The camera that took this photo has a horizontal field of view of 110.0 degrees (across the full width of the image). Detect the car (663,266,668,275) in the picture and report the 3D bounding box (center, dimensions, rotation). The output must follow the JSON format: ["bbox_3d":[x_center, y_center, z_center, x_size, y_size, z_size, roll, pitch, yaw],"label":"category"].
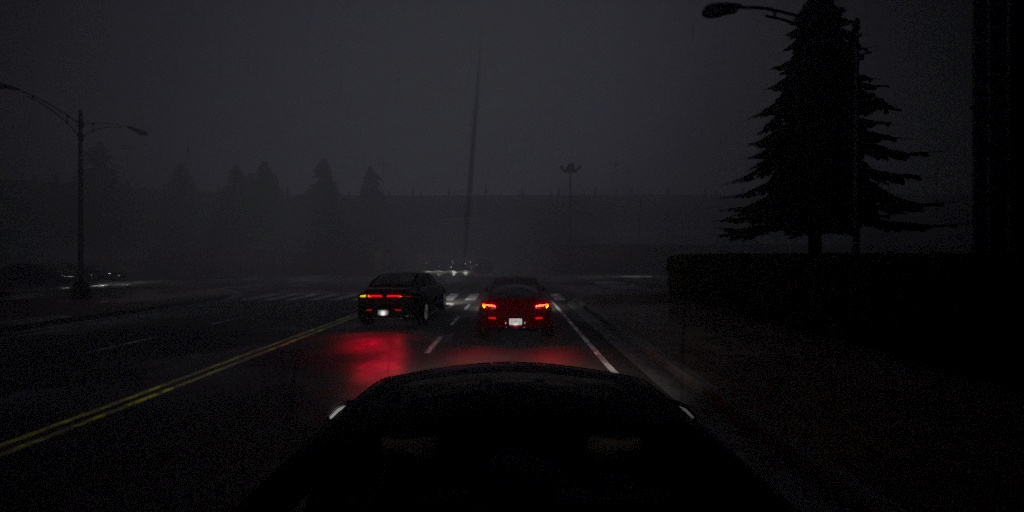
[{"bbox_3d":[16.821,1.172,33.887,4.902,1.511,2.128,0,0,0],"label":"car"}]

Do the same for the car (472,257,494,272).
[{"bbox_3d":[-3.395,1.083,44.602,2.097,1.767,4.553,0,0,0],"label":"car"}]

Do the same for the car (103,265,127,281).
[{"bbox_3d":[-31.491,1.188,26.420,4.892,1.490,1.837,0,0,-2],"label":"car"}]

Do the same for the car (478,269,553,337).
[{"bbox_3d":[0.085,1.272,10.149,1.812,1.442,4.674,0,0,0],"label":"car"}]

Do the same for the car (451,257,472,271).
[{"bbox_3d":[-7.081,1.081,49.963,2.097,1.767,4.553,0,0,0],"label":"car"}]

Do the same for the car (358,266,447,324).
[{"bbox_3d":[-3.415,1.250,11.896,1.837,1.490,4.892,0,0,0],"label":"car"}]

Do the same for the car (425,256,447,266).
[{"bbox_3d":[-10.577,0.950,50.405,2.150,2.045,5.566,0,0,0],"label":"car"}]

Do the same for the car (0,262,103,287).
[{"bbox_3d":[-29.969,1.190,22.996,4.892,1.490,1.837,0,0,-2],"label":"car"}]
